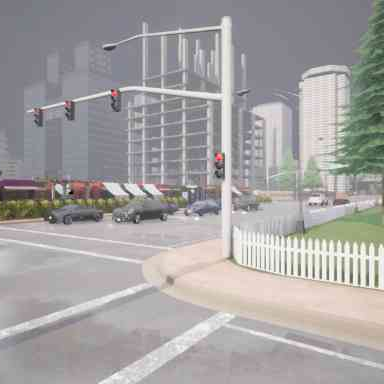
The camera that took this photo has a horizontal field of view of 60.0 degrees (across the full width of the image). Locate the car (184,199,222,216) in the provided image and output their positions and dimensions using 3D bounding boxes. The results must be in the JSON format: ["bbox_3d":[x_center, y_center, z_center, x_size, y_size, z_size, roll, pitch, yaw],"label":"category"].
[{"bbox_3d":[1.080,1.531,32.418,1.812,1.442,4.674,0,0,34],"label":"car"}]

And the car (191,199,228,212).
[{"bbox_3d":[2.243,1.554,40.396,2.033,1.411,5.357,0,0,34],"label":"car"}]

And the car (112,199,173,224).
[{"bbox_3d":[-3.872,1.358,25.124,2.097,1.767,4.553,0,0,34],"label":"car"}]

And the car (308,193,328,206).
[{"bbox_3d":[21.051,1.226,55.344,2.150,2.045,5.566,0,0,34],"label":"car"}]

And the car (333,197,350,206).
[{"bbox_3d":[24.121,1.481,53.635,1.882,1.535,5.008,0,0,34],"label":"car"}]

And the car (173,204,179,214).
[{"bbox_3d":[-3.404,1.554,32.061,2.033,1.411,5.357,0,0,34],"label":"car"}]

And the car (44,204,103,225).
[{"bbox_3d":[-8.586,1.570,24.406,1.994,1.385,4.181,0,0,34],"label":"car"}]

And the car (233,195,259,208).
[{"bbox_3d":[7.945,1.359,48.749,2.097,1.767,4.553,0,0,35],"label":"car"}]

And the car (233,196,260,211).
[{"bbox_3d":[6.715,1.510,40.744,1.837,1.490,4.892,0,0,34],"label":"car"}]
